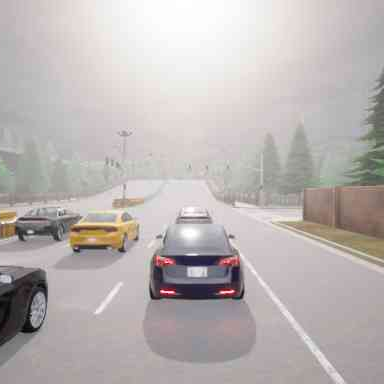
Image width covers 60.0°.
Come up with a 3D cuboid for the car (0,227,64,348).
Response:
[{"bbox_3d":[-3.400,1.478,3.760,1.882,1.535,5.008,0,0,0],"label":"car"}]

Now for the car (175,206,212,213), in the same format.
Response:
[{"bbox_3d":[0.093,1.491,17.514,2.128,1.511,4.902,0,0,0],"label":"car"}]

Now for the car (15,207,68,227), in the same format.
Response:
[{"bbox_3d":[-6.905,1.491,16.624,2.128,1.511,4.902,0,0,0],"label":"car"}]

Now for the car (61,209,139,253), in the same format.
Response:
[{"bbox_3d":[-3.404,1.478,13.777,1.882,1.535,5.008,0,0,0],"label":"car"}]

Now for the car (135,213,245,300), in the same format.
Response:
[{"bbox_3d":[0.098,1.503,8.423,2.163,1.488,4.792,0,0,0],"label":"car"}]
